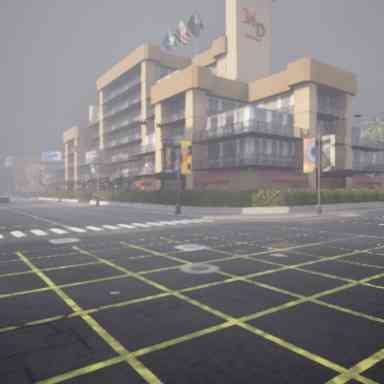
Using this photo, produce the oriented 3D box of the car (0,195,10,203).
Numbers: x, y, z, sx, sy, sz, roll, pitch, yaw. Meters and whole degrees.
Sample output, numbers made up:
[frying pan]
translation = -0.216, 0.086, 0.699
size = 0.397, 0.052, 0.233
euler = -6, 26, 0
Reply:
[car]
translation = -35.556, 1.375, 62.518
size = 1.882, 1.535, 5.008
euler = -1, 0, -36
